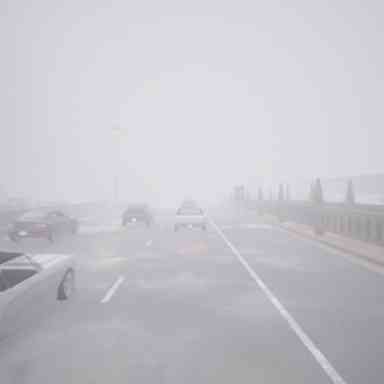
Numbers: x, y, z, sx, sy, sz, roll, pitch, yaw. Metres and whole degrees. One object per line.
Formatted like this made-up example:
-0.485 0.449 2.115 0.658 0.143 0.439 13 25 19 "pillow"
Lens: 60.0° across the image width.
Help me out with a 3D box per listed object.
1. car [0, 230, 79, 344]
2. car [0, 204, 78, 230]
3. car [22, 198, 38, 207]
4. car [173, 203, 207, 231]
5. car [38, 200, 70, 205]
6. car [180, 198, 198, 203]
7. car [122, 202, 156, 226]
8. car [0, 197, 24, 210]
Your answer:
-3.465 1.614 5.414 1.895 1.301 4.718 0 0 0 "car"
-7.081 1.548 16.193 1.812 1.442 4.674 0 0 -1 "car"
-18.061 1.665 40.040 1.895 1.301 4.718 0 0 -1 "car"
-0.132 1.584 20.666 1.895 1.301 4.718 0 0 -1 "car"
-14.514 1.607 36.122 1.994 1.385 4.181 0 0 -1 "car"
-0.356 1.475 38.616 1.837 1.490 4.892 0 0 -1 "car"
-3.666 1.504 23.339 1.837 1.490 4.892 0 0 -1 "car"
-21.561 1.438 40.502 2.097 1.767 4.553 0 0 0 "car"
